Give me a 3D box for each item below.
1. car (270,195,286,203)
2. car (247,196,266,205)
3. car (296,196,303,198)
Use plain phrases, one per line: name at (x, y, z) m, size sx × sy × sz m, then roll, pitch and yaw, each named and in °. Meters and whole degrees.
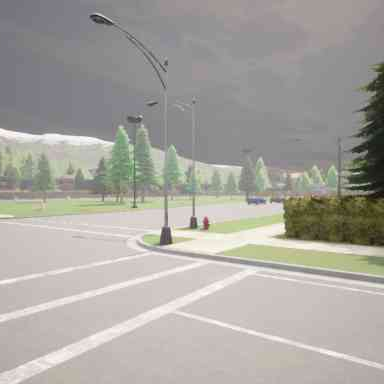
car at (17.518, 1.353, 67.408) m, size 2.097 × 1.767 × 4.553 m, roll 0°, pitch 0°, yaw 36°
car at (11.571, 1.478, 59.181) m, size 1.882 × 1.535 × 5.008 m, roll 0°, pitch 0°, yaw 36°
car at (18.739, 1.478, 57.148) m, size 1.882 × 1.535 × 5.008 m, roll 0°, pitch 0°, yaw 36°
